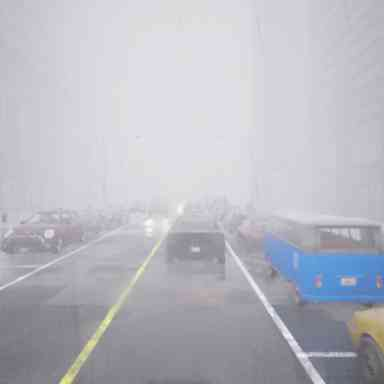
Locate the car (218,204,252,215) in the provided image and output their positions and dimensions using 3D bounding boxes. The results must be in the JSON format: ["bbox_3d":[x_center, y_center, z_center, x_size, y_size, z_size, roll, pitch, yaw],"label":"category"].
[{"bbox_3d":[2.800,1.599,19.010,2.008,1.369,4.403,0,0,0],"label":"car"}]

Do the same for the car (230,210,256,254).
[{"bbox_3d":[2.789,1.615,13.373,1.802,1.307,4.206,0,0,0],"label":"car"}]

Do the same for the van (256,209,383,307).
[{"bbox_3d":[2.779,1.360,7.737,1.690,1.788,3.998,0,0,0],"label":"van"}]

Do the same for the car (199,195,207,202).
[{"bbox_3d":[2.934,1.706,86.649,1.967,1.590,4.097,0,0,0],"label":"car"}]

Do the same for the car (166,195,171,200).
[{"bbox_3d":[-5.635,1.628,64.113,1.967,1.590,4.097,0,0,0],"label":"car"}]

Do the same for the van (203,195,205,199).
[{"bbox_3d":[2.857,1.474,47.194,1.690,1.788,3.998,0,0,0],"label":"van"}]

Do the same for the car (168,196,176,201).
[{"bbox_3d":[-5.580,1.852,92.293,1.947,1.339,4.313,0,0,0],"label":"car"}]

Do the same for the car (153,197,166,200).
[{"bbox_3d":[-5.658,1.717,52.840,1.947,1.339,4.313,0,0,0],"label":"car"}]

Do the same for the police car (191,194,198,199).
[{"bbox_3d":[1.063,1.681,83.834,1.930,1.638,5.238,0,0,0],"label":"police car"}]

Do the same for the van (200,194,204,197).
[{"bbox_3d":[2.890,1.528,64.103,1.690,1.788,3.998,0,0,0],"label":"van"}]

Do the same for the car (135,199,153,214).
[{"bbox_3d":[-5.692,1.681,35.930,1.802,1.307,4.206,0,0,0],"label":"car"}]

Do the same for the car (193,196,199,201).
[{"bbox_3d":[1.083,1.796,93.724,1.837,1.490,4.892,0,0,0],"label":"car"}]

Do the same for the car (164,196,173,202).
[{"bbox_3d":[-5.603,1.791,81.020,1.887,1.381,4.507,0,0,0],"label":"car"}]

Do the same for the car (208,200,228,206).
[{"bbox_3d":[2.822,1.647,30.283,1.947,1.339,4.313,0,0,0],"label":"car"}]

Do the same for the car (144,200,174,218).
[{"bbox_3d":[-3.040,1.686,31.529,1.895,1.301,4.718,0,0,0],"label":"car"}]

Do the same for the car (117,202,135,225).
[{"bbox_3d":[-5.714,1.647,24.658,1.802,1.307,4.206,0,0,0],"label":"car"}]

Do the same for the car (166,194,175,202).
[{"bbox_3d":[-5.591,1.581,86.657,2.192,1.841,5.009,0,0,0],"label":"car"}]

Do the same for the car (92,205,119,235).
[{"bbox_3d":[-5.725,1.631,19.021,1.802,1.307,4.206,0,0,0],"label":"car"}]

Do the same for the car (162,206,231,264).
[{"bbox_3d":[0.112,1.507,12.063,1.882,1.535,5.008,0,0,0],"label":"car"}]

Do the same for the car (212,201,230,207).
[{"bbox_3d":[2.811,1.630,24.646,1.947,1.339,4.313,0,0,0],"label":"car"}]

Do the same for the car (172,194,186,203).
[{"bbox_3d":[-2.858,1.687,73.421,1.882,1.535,5.008,0,0,0],"label":"car"}]

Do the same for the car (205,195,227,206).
[{"bbox_3d":[2.835,1.413,35.920,2.192,1.841,5.009,0,0,0],"label":"car"}]

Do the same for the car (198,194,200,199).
[{"bbox_3d":[2.912,1.666,75.376,1.967,1.590,4.097,0,0,0],"label":"car"}]

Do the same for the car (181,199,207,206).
[{"bbox_3d":[0.162,1.656,33.629,1.994,1.385,4.181,0,0,0],"label":"car"}]

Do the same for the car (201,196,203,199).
[{"bbox_3d":[2.867,1.701,52.830,2.008,1.369,4.403,0,0,0],"label":"car"}]

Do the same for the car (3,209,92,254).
[{"bbox_3d":[-5.735,1.474,13.385,1.967,1.590,4.097,0,0,0],"label":"car"}]

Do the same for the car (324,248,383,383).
[{"bbox_3d":[2.768,1.531,2.270,1.752,1.417,4.829,0,0,0],"label":"car"}]

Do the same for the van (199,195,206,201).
[{"bbox_3d":[2.945,1.626,92.286,1.690,1.788,3.998,0,0,0],"label":"van"}]

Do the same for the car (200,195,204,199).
[{"bbox_3d":[2.878,1.694,58.636,1.752,1.417,4.829,0,0,0],"label":"car"}]
